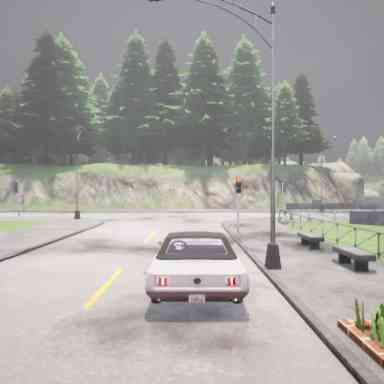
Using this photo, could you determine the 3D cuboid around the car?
[{"bbox_3d":[0.095,1.597,8.098,1.895,1.301,4.718,0,0,0],"label":"car"}]
